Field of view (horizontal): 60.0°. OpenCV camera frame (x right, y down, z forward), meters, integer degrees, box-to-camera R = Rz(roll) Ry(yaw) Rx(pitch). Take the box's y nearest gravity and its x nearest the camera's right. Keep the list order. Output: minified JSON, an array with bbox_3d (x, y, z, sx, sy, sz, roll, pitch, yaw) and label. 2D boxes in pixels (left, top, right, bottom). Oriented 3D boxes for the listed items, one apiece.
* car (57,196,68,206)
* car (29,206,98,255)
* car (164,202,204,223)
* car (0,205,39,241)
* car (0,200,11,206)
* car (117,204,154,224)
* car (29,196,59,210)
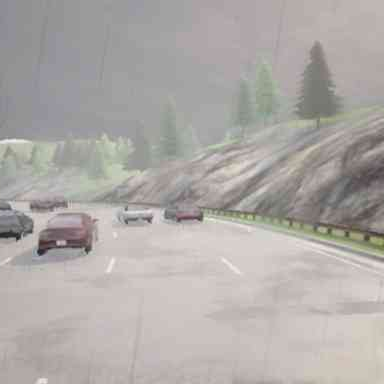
[{"bbox_3d":[-19.834,1.402,48.079,2.097,1.767,4.553,-2,1,-44],"label":"car"},{"bbox_3d":[-4.840,1.526,13.364,1.812,1.442,4.674,-1,0,-12],"label":"car"},{"bbox_3d":[-0.698,1.412,24.228,1.994,1.385,4.181,-1,0,-20],"label":"car"},{"bbox_3d":[-9.339,1.626,16.861,1.994,1.385,4.181,-1,0,-16],"label":"car"},{"bbox_3d":[-24.704,1.744,42.685,1.994,1.385,4.181,-1,0,-41],"label":"car"},{"bbox_3d":[-4.187,1.517,23.861,1.895,1.301,4.718,-1,0,-21],"label":"car"},{"bbox_3d":[-18.555,1.566,40.874,2.128,1.511,4.902,-1,0,-40],"label":"car"}]
